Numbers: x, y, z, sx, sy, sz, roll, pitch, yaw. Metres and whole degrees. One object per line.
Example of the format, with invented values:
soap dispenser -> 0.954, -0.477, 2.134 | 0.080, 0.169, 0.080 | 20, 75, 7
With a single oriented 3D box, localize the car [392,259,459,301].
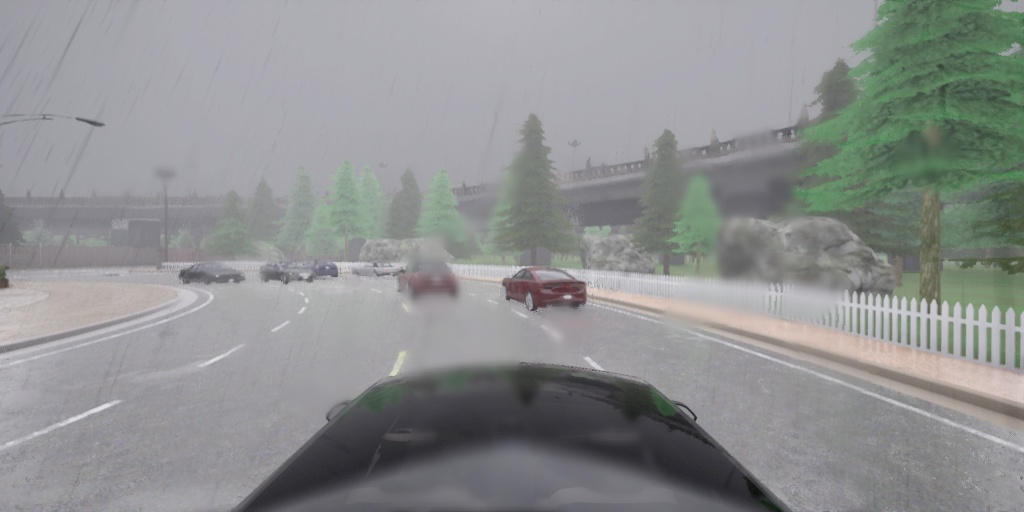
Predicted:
car -> -4.150, 1.019, 17.138 | 2.097, 1.767, 4.553 | 0, 0, -26

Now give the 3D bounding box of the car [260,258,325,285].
car -> -15.361, 1.117, 24.561 | 4.902, 1.511, 2.128 | 0, 0, 34

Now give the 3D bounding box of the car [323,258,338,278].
car -> -16.462, 0.950, 29.489 | 4.553, 1.767, 2.097 | 0, 1, 31

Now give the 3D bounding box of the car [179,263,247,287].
car -> -19.656, 1.178, 23.472 | 5.357, 1.411, 2.033 | 0, 0, 28

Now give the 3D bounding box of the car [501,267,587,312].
car -> 1.041, 1.162, 14.019 | 1.882, 1.535, 5.008 | 0, 1, -18

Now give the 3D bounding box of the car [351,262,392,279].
car -> -11.714, 1.194, 30.759 | 4.718, 1.301, 1.895 | 0, 0, 35
